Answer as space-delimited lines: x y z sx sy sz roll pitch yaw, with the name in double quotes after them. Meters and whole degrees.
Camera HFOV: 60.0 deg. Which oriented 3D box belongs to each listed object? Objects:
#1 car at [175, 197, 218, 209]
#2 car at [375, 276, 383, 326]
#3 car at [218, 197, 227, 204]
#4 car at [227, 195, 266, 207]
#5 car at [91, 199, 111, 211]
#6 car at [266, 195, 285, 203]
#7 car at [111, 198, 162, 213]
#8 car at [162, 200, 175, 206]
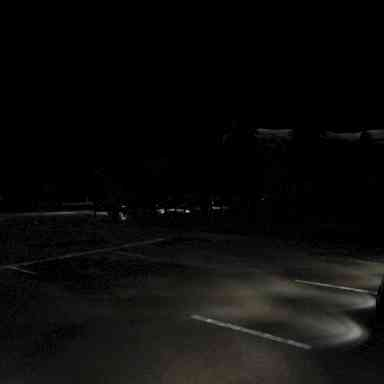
0.639 1.421 42.977 4.892 1.490 1.837 0 0 -41 "car"
5.138 1.352 4.578 4.553 1.767 2.097 0 0 36 "car"
4.694 1.458 50.760 5.357 1.411 2.033 0 0 -37 "car"
8.026 1.419 48.705 4.902 1.511 2.128 0 0 -35 "car"
-9.170 1.494 38.299 1.895 1.301 4.718 0 0 43 "car"
12.810 1.279 55.822 4.553 1.767 2.097 0 0 -28 "car"
-6.013 1.414 36.491 1.837 1.490 4.892 0 0 43 "car"
-2.711 1.425 44.668 4.674 1.442 1.812 0 0 -42 "car"
